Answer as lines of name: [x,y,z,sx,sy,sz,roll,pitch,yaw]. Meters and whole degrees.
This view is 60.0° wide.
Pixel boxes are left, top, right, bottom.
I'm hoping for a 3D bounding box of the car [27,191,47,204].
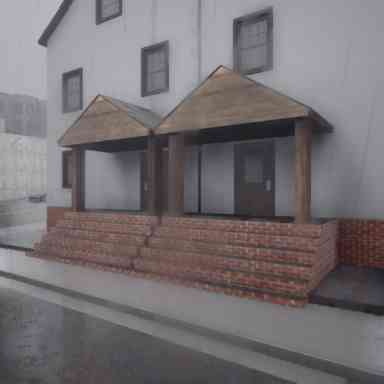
car: [-12.292,0.154,30.113,1.895,1.301,4.718,0,11,35]
